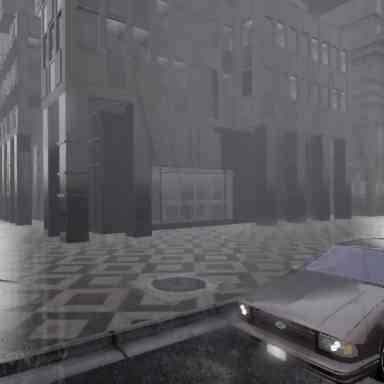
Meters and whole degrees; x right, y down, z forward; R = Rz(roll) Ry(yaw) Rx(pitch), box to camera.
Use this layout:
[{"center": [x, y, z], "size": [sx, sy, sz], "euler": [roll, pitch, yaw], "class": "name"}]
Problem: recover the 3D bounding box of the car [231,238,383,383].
[{"center": [3.169, 1.547, 5.601], "size": [5.357, 1.411, 2.033], "euler": [0, 0, -36], "class": "car"}]
